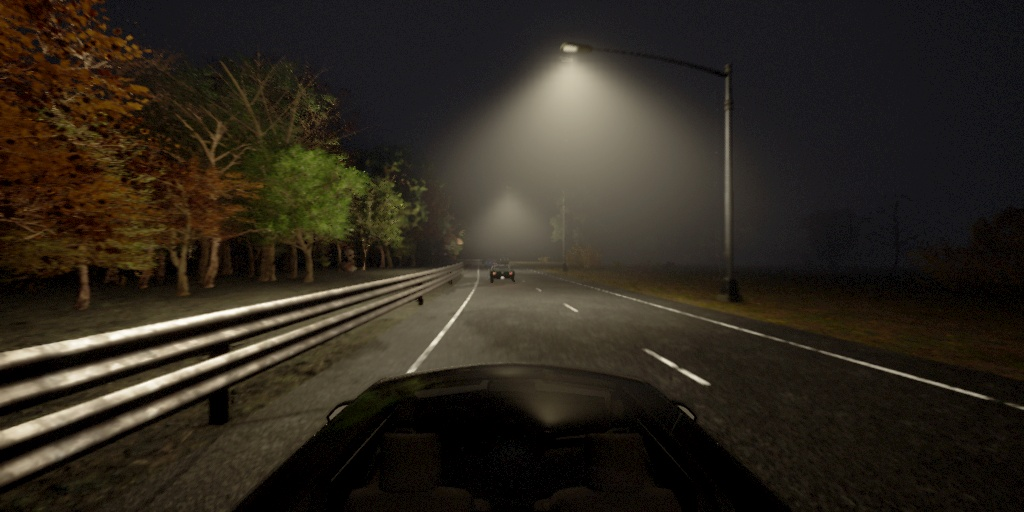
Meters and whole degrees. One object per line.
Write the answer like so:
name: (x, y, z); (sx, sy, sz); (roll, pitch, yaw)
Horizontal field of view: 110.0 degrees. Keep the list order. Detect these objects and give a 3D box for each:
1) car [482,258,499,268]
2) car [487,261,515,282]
car: (-3.698, 1.249, 60.156); (2.033, 1.411, 5.357); (0, 0, -5)
car: (-0.857, 1.331, 28.729); (1.895, 1.301, 4.718); (0, 0, -4)
